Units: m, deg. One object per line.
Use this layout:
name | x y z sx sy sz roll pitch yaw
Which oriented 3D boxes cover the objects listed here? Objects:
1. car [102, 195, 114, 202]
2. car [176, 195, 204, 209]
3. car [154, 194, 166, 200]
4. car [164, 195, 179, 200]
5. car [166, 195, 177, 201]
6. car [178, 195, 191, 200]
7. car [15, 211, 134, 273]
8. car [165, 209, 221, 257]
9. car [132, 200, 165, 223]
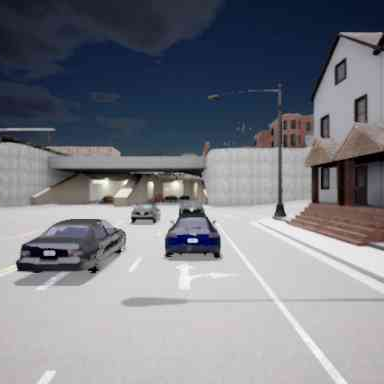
car | -18.703 1.499 74.036 1.882 1.535 5.008 0 0 -1
car | -0.085 1.399 27.785 2.097 1.767 4.553 0 0 -2
car | -8.267 1.378 85.526 2.097 1.767 4.553 0 0 6
car | -5.946 1.544 95.211 2.033 1.411 5.357 0 0 24
car | -4.742 1.548 85.642 1.812 1.442 4.674 0 0 6
car | -2.084 1.577 95.325 1.994 1.385 4.181 0 0 28
car | -3.478 1.551 10.658 2.033 1.411 5.357 0 0 0
car | 0.046 1.569 12.982 1.994 1.385 4.181 0 0 1
car | -3.509 1.568 25.744 2.033 1.411 5.357 0 0 0
